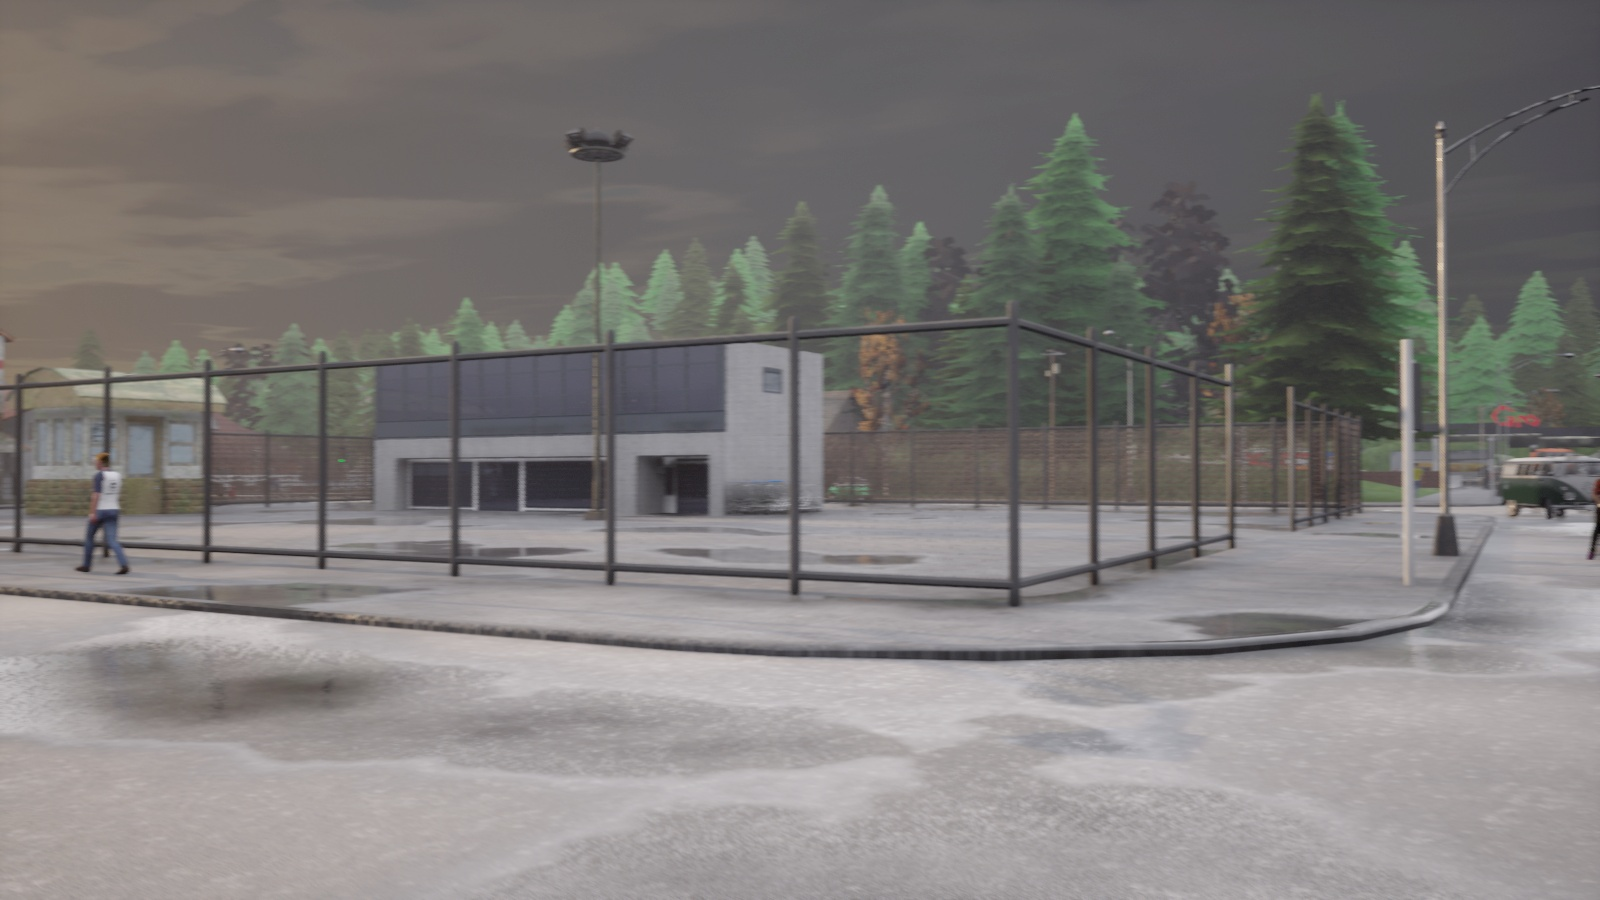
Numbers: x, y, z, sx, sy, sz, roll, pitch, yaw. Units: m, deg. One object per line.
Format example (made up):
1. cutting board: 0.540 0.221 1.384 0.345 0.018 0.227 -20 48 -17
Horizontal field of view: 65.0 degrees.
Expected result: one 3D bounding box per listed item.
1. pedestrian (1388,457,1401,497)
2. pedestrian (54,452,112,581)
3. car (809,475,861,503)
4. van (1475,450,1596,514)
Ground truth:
1. pedestrian: 27.223 1.235 57.498 0.354 1.836 0.706 -1 -1 36
2. pedestrian: -10.360 0.949 18.143 0.706 1.836 0.354 -1 -1 19
3. car: 1.772 1.951 63.467 2.207 1.376 1.481 -1 -1 29
4. van: 23.903 1.026 40.979 1.775 1.987 4.442 0 -1 7
